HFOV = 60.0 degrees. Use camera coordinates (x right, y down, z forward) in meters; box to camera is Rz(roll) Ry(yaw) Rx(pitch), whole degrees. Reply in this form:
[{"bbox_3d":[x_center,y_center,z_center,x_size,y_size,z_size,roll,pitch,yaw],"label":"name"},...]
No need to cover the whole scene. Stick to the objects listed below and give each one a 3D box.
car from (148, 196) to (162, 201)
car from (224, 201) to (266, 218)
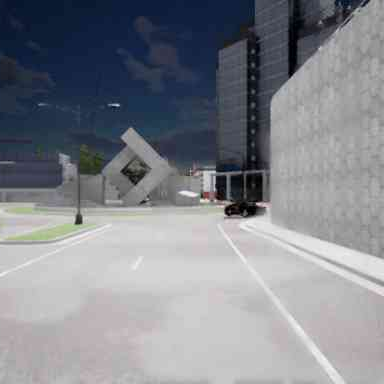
[{"bbox_3d":[-10.000,1.949,86.654,1.994,1.385,4.181,0,0,8],"label":"car"},{"bbox_3d":[5.138,1.623,31.760,1.882,1.535,5.008,-1,-1,44],"label":"car"}]
